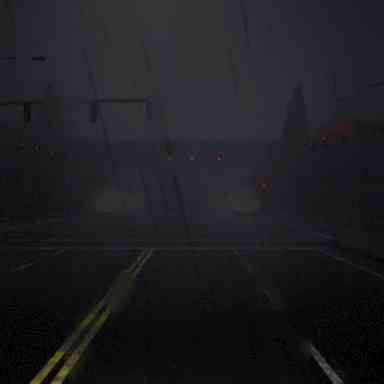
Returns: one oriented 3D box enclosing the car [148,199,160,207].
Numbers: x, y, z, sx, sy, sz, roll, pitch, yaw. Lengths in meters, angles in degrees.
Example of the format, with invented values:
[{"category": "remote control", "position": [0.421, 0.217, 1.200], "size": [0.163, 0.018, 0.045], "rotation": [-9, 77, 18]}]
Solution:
[{"category": "car", "position": [-7.506, 2.157, 66.688], "size": [2.033, 1.411, 5.357], "rotation": [0, -1, 0]}]
